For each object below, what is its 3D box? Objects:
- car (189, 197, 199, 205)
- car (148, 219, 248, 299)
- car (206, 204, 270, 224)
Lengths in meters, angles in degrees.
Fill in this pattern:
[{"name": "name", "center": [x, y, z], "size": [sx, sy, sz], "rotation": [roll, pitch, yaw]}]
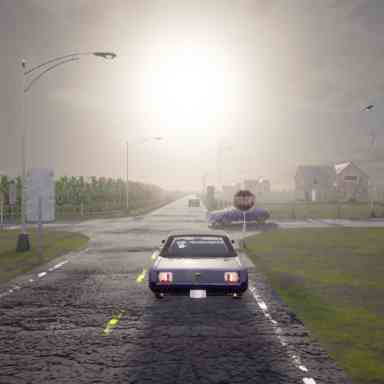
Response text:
[{"name": "car", "center": [0.349, 1.536, 58.515], "size": [2.128, 1.511, 4.902], "rotation": [0, 0, 0]}, {"name": "car", "center": [0.154, 1.602, 8.391], "size": [1.895, 1.301, 4.718], "rotation": [0, 0, 1]}, {"name": "car", "center": [3.252, 1.500, 23.328], "size": [4.674, 1.442, 1.812], "rotation": [-1, -1, -24]}]
